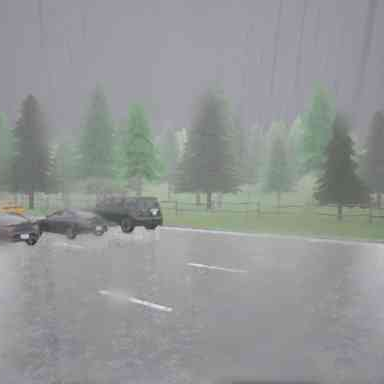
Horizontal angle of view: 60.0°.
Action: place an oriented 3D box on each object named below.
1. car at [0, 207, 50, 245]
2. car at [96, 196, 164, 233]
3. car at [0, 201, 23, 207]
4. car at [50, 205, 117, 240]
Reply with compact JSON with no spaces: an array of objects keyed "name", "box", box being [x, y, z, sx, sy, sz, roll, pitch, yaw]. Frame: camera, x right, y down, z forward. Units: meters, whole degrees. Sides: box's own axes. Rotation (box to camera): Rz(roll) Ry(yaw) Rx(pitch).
[{"name":"car","box":[-8.269,1.530,14.066,4.674,1.442,1.812,0,0,36]},{"name":"car","box":[-4.228,1.255,19.783,5.566,2.045,2.150,0,0,36]},{"name":"car","box":[-16.415,1.482,28.476,5.008,1.535,1.882,0,0,36]},{"name":"car","box":[-6.236,1.530,16.916,4.674,1.442,1.812,0,0,36]}]
